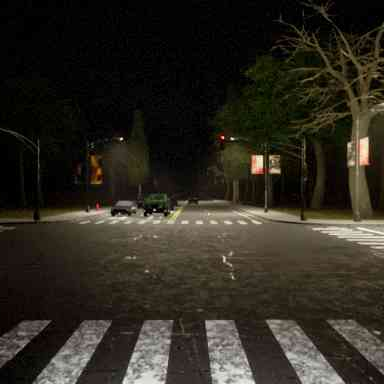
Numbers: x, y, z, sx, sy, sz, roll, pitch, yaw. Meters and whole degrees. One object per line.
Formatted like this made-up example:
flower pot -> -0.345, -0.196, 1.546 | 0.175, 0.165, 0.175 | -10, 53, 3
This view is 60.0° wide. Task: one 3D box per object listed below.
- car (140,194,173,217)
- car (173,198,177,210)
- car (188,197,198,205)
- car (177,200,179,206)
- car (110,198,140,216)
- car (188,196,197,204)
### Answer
car -> -3.289, 1.237, 32.085 | 2.150, 2.045, 5.566 | 0, 0, 0
car -> -3.262, 1.604, 41.496 | 1.994, 1.385, 4.181 | 0, 0, 1
car -> 0.221, 1.667, 62.231 | 2.128, 1.511, 4.902 | 0, 0, 0
car -> -3.233, 1.636, 53.843 | 1.812, 1.442, 4.674 | 0, -1, 0
car -> -6.538, 1.564, 32.631 | 2.033, 1.411, 5.357 | 0, 0, 0
car -> 0.190, 1.733, 72.598 | 1.882, 1.535, 5.008 | 0, 0, 0
